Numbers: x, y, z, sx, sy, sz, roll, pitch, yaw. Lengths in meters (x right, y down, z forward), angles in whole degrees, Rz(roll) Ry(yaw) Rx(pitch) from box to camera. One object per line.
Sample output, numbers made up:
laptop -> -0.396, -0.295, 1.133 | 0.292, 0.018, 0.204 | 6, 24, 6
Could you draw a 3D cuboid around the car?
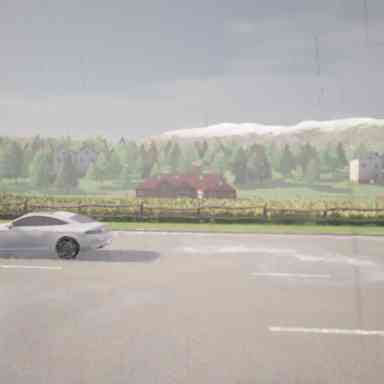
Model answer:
car -> -5.059, 1.369, 11.245 | 4.674, 1.442, 1.812 | 1, 1, 4
